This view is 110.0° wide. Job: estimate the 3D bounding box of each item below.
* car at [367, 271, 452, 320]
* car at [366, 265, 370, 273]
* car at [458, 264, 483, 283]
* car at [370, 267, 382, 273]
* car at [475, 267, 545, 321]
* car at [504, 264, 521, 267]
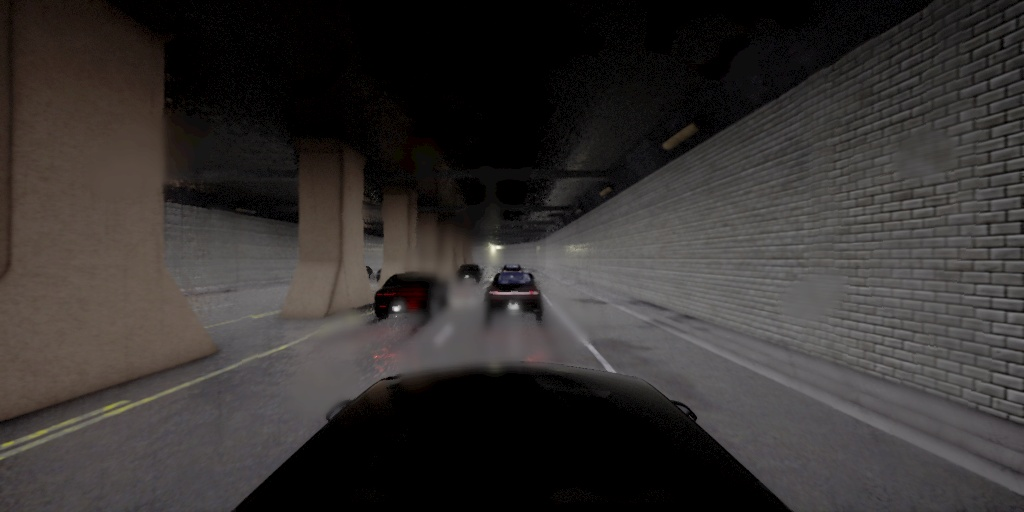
[{"bbox_3d":[-3.426,1.341,13.113,1.837,1.490,4.892,0,0,0],"label":"car"},{"bbox_3d":[-14.105,1.502,32.364,1.837,1.490,4.892,0,-1,0],"label":"car"},{"bbox_3d":[-3.478,1.459,30.718,1.837,1.490,4.892,0,0,0],"label":"car"},{"bbox_3d":[-10.605,1.478,32.371,2.128,1.511,4.902,0,-1,0],"label":"car"},{"bbox_3d":[0.075,1.315,12.798,2.128,1.511,4.902,0,0,0],"label":"car"},{"bbox_3d":[0.022,1.436,30.662,2.128,1.511,4.902,0,0,0],"label":"car"}]
